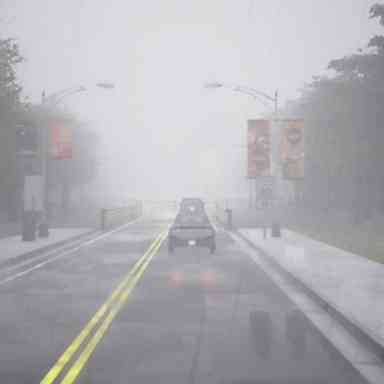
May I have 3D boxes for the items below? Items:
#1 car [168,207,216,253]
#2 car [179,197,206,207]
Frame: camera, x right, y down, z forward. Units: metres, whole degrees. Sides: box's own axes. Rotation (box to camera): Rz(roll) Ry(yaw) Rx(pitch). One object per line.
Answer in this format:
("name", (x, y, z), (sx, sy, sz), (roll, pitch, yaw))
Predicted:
("car", (0.004, 1.626, 14.290), (2.128, 1.511, 4.902), (0, 0, 0))
("car", (0.005, 1.487, 29.009), (2.150, 2.045, 5.566), (0, 0, 0))
